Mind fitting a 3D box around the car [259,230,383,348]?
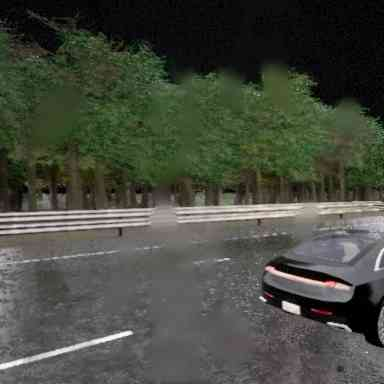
[{"bbox_3d":[3.437,1.495,6.317,4.902,1.511,2.128,0,0,-35],"label":"car"}]
